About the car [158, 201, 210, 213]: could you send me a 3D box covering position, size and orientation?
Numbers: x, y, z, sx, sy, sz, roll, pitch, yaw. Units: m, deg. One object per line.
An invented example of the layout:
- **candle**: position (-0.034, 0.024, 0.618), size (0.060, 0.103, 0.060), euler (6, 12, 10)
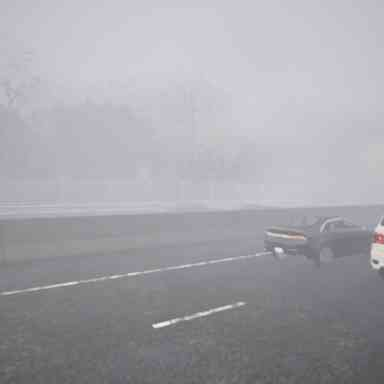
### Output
- **car**: position (-0.651, 1.548, 29.279), size (4.902, 1.511, 2.128), euler (0, 0, -35)

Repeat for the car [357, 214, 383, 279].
- **car**: position (6.887, 1.255, 8.668), size (5.566, 2.045, 2.150), euler (0, 0, -36)

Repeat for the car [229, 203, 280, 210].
- **car**: position (5.384, 1.663, 24.961), size (4.718, 1.301, 1.895), euler (0, 0, -35)

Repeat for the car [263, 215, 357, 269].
- **car**: position (4.554, 1.524, 11.297), size (4.902, 1.511, 2.128), euler (0, 0, -36)

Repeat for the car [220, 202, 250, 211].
- **car**: position (4.843, 1.616, 28.853), size (5.357, 1.411, 2.033), euler (0, 0, -35)
